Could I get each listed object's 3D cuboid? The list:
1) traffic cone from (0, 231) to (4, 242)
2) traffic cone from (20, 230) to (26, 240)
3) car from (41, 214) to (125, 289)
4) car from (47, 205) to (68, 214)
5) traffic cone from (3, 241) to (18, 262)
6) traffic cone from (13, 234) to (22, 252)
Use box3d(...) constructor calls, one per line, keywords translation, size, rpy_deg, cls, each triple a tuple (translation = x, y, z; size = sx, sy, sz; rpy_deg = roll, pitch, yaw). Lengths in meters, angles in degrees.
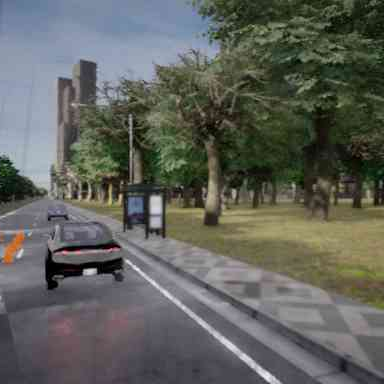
box3d(translation=(-9.653, 2.176, 16.680), size=(0.340, 0.580, 0.340), rpy_deg=(0, -1, -23), cls="traffic cone")
box3d(translation=(-7.943, 2.156, 15.241), size=(0.340, 0.580, 0.340), rpy_deg=(0, -1, -23), cls="traffic cone")
box3d(translation=(-3.263, 1.617, 9.736), size=(2.128, 1.511, 4.902), rpy_deg=(0, -1, -23), cls="car")
box3d(translation=(-13.370, 1.986, 33.139), size=(2.033, 1.411, 5.357), rpy_deg=(0, -1, -23), cls="car")
box3d(translation=(-6.357, 2.107, 11.568), size=(0.340, 0.580, 0.340), rpy_deg=(0, -1, -23), cls="traffic cone")
box3d(translation=(-7.150, 2.131, 13.404), size=(0.340, 0.580, 0.340), rpy_deg=(0, -1, -23), cls="traffic cone")
